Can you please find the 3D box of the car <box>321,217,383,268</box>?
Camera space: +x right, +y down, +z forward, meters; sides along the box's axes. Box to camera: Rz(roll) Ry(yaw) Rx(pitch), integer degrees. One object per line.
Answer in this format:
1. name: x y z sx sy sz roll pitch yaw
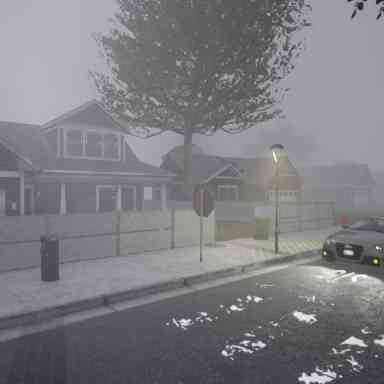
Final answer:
1. car: 5.958 1.531 10.716 4.181 1.385 1.994 0 1 -40
